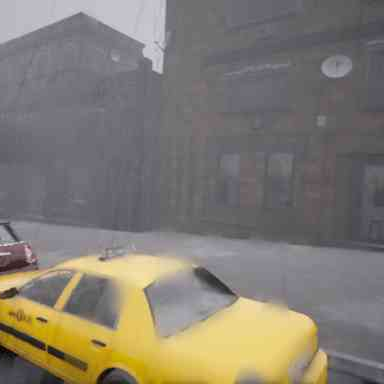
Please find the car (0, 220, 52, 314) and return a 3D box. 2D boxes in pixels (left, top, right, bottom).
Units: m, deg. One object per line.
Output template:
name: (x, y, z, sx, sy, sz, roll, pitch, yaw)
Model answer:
car: (-5.486, 1.333, 7.450, 4.553, 1.767, 2.185, 0, 0, 36)
